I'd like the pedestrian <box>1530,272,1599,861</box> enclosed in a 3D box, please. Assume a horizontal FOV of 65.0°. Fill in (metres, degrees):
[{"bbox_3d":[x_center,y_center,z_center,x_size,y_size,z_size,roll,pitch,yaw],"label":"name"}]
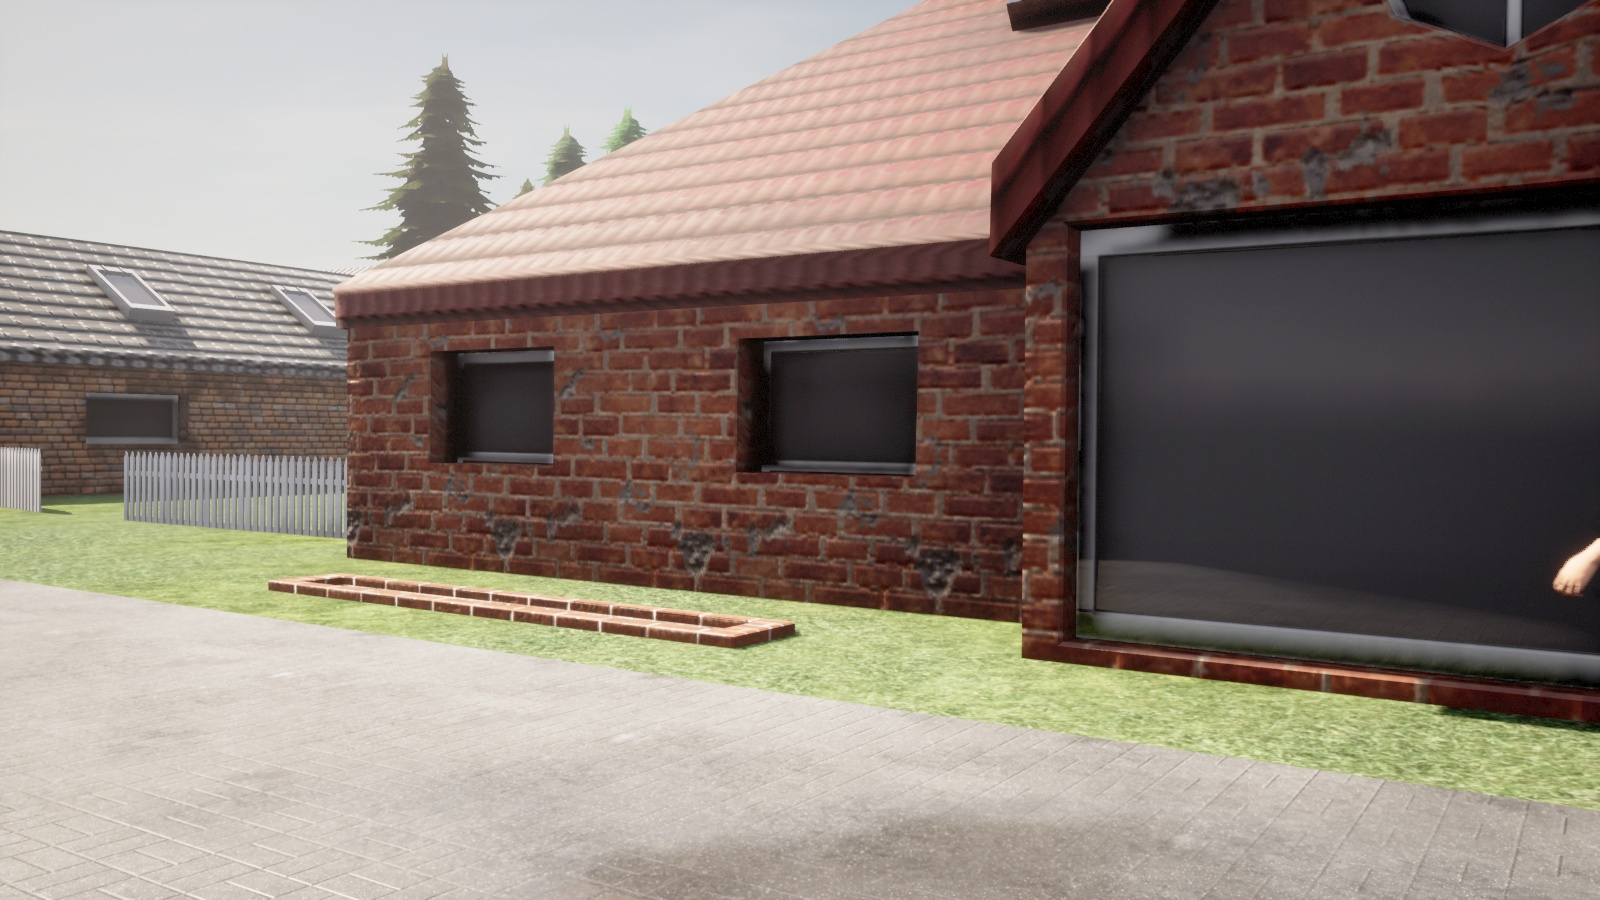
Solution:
[{"bbox_3d":[2.685,0.363,3.960,0.594,1.836,0.345,0,1,44],"label":"pedestrian"}]
